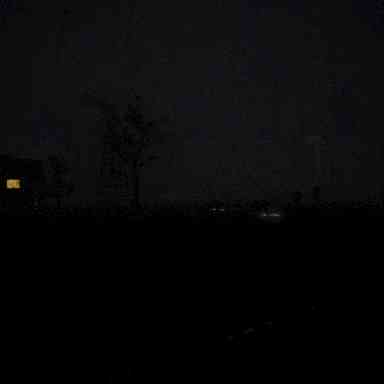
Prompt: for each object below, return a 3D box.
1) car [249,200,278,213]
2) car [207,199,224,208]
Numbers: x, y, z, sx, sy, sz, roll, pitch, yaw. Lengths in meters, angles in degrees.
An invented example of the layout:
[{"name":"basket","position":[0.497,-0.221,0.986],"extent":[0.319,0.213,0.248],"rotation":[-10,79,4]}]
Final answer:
[{"name":"car","position":[8.140,1.692,38.295],"extent":[1.837,1.490,4.892],"rotation":[0,-1,-15]},{"name":"car","position":[3.802,1.923,54.994],"extent":[1.837,1.490,4.892],"rotation":[0,-1,-14]}]
